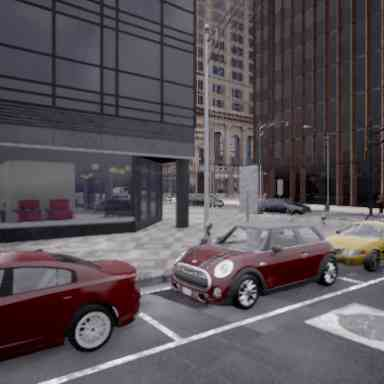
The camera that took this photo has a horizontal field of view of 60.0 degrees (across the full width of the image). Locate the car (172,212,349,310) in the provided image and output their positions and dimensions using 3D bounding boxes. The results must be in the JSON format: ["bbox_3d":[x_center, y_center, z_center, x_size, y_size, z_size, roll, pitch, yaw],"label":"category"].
[{"bbox_3d":[1.532,1.442,7.744,4.097,1.590,1.967,0,0,-36],"label":"car"}]

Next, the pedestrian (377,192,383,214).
[{"bbox_3d":[15.732,0.911,27.713,0.375,1.860,0.375,1,-1,-36],"label":"pedestrian"}]

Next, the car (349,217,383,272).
[{"bbox_3d":[5.835,1.531,10.816,4.829,1.417,1.752,0,0,-36],"label":"car"}]

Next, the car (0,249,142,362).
[{"bbox_3d":[-2.910,1.544,4.574,4.507,1.381,1.887,0,0,-36],"label":"car"}]

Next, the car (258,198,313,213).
[{"bbox_3d":[7.464,1.211,28.451,2.033,1.411,5.357,0,1,-41],"label":"car"}]

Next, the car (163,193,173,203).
[{"bbox_3d":[-4.461,0.759,45.211,2.128,1.511,4.902,0,1,-36],"label":"car"}]

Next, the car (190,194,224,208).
[{"bbox_3d":[1.536,0.968,36.816,1.837,1.490,4.892,0,1,-36],"label":"car"}]
